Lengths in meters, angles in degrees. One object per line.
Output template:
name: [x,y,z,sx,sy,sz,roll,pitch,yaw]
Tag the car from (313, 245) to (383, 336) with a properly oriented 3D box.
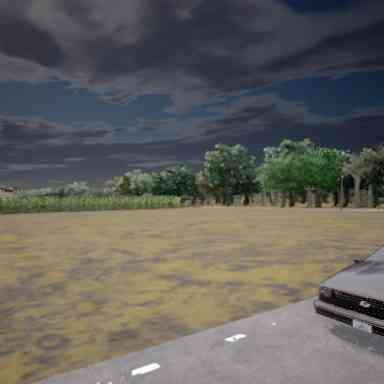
car: [4.638,1.563,6.345,5.357,1.411,2.033,0,0,-35]
